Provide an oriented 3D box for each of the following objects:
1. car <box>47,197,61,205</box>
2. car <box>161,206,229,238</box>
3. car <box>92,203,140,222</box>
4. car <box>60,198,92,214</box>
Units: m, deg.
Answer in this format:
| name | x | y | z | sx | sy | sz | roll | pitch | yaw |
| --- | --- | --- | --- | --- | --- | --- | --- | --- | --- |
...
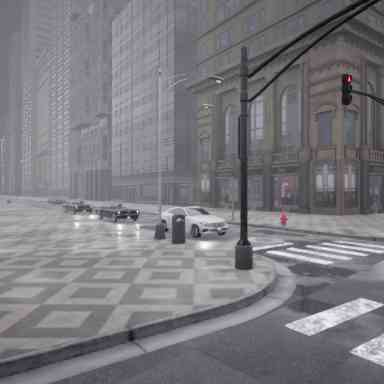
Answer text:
| name | x | y | z | sx | sy | sz | roll | pitch | yaw |
| --- | --- | --- | --- | --- | --- | --- | --- | --- | --- |
| car | -22.422 | 1.456 | 54.666 | 1.895 | 1.301 | 4.718 | 0 | 0 | -35 |
| car | -0.076 | 1.475 | 17.702 | 1.812 | 1.442 | 4.674 | 0 | 0 | -37 |
| car | -5.849 | 1.523 | 25.840 | 1.895 | 1.301 | 4.718 | 0 | 0 | -35 |
| car | -11.735 | 1.498 | 34.128 | 1.895 | 1.301 | 4.718 | 0 | 0 | -35 |
